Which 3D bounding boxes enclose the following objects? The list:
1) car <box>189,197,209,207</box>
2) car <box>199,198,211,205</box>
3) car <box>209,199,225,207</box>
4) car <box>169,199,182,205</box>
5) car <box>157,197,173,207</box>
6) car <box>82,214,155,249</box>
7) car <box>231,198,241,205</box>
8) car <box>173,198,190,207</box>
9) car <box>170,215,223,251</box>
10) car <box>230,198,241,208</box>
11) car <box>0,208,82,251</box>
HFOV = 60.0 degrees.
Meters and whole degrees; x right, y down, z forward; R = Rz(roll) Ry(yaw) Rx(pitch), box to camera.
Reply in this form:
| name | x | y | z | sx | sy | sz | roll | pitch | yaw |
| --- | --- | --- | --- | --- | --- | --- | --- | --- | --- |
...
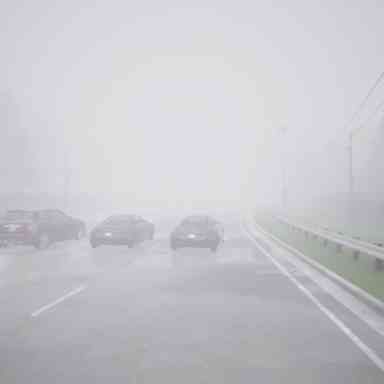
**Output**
| name | x | y | z | sx | sy | sz | roll | pitch | yaw |
| --- | --- | --- | --- | --- | --- | --- | --- | --- | --- |
| car | 1.422 | 2.223 | 65.709 | 2.128 | 1.511 | 4.902 | 0 | -1 | 9 |
| car | 3.106 | 2.204 | 75.993 | 2.128 | 1.511 | 4.902 | 0 | -1 | 9 |
| car | 4.948 | 2.333 | 65.583 | 1.895 | 1.301 | 4.718 | 0 | -1 | 9 |
| car | -3.797 | 2.281 | 77.153 | 1.895 | 1.301 | 4.718 | 0 | -1 | 9 |
| car | -5.481 | 1.960 | 66.872 | 2.150 | 2.045 | 5.566 | 0 | -1 | 9 |
| car | -3.122 | 1.737 | 15.678 | 1.994 | 1.385 | 4.181 | 0 | -1 | 9 |
| car | 10.014 | 2.197 | 74.862 | 2.128 | 1.511 | 4.902 | 0 | -1 | 9 |
| car | -1.960 | 2.340 | 66.714 | 1.895 | 1.301 | 4.718 | 0 | -1 | 9 |
| car | 0.328 | 1.733 | 15.089 | 1.994 | 1.385 | 4.181 | 0 | -1 | 9 |
| car | 8.330 | 2.215 | 64.578 | 2.128 | 1.511 | 4.902 | 0 | -1 | 9 |
| car | -6.738 | 1.518 | 15.255 | 2.097 | 1.767 | 4.553 | 0 | -1 | 9 |
